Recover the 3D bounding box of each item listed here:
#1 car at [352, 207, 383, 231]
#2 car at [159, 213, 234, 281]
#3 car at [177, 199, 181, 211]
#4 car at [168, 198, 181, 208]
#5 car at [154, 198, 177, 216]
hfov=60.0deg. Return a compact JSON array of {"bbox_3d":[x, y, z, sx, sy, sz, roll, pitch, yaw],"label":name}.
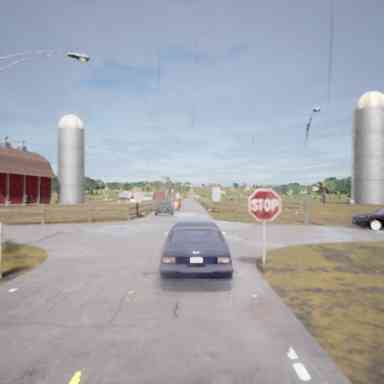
[{"bbox_3d":[12.734,1.600,20.929,5.008,1.535,1.882,0,1,1],"label":"car"},{"bbox_3d":[0.099,1.566,9.876,2.033,1.411,5.357,0,0,0],"label":"car"},{"bbox_3d":[-2.846,1.573,44.859,2.097,1.767,4.553,0,0,0],"label":"car"},{"bbox_3d":[-2.842,1.792,54.999,1.882,1.535,5.008,0,0,0],"label":"car"},{"bbox_3d":[-2.851,1.663,35.160,1.837,1.490,4.892,0,0,0],"label":"car"}]
